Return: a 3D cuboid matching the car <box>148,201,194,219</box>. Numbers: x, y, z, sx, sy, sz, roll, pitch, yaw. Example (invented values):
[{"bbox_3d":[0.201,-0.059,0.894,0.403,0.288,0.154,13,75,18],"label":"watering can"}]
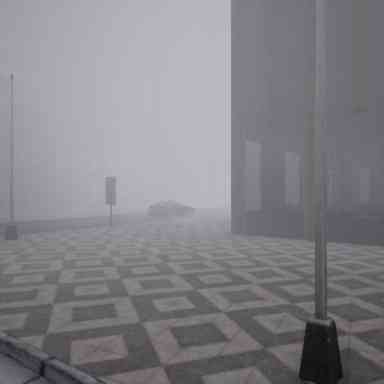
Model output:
[{"bbox_3d":[-1.711,1.506,28.822,2.128,1.511,4.902,0,0,36],"label":"car"}]
